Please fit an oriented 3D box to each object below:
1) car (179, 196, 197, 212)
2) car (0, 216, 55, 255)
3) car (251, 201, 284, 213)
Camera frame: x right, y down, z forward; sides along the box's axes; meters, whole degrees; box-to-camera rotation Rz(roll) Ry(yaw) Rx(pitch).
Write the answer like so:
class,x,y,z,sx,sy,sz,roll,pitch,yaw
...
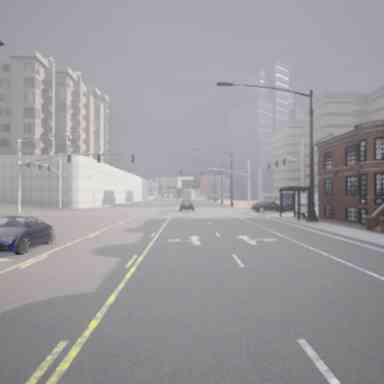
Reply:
class,x,y,z,sx,sy,sz,roll,pitch,yaw
car,-0.695,1.784,46.484,2.097,1.767,4.553,0,-1,-1
car,-7.300,1.696,13.698,1.994,1.385,4.181,0,-1,-1
car,10.079,1.900,42.987,4.892,1.490,1.837,0,-1,-8
